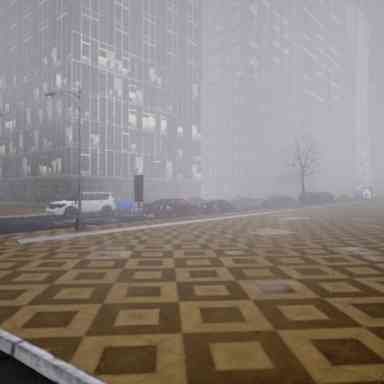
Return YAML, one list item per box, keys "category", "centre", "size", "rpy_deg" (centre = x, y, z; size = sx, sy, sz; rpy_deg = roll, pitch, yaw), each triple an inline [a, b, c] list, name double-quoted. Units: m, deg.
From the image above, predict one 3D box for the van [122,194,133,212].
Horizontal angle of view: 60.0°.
- category: "van"
  centre: [-7.669, 1.098, 32.712]
  size: [1.690, 1.788, 3.998]
  rpy_deg: [1, 1, 41]

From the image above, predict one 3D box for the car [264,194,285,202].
- category: "car"
  centre: [14.593, 1.049, 58.586]
  size: [1.947, 1.339, 4.313]
  rpy_deg: [1, 1, 41]

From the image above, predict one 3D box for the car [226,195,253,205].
- category: "car"
  centre: [7.201, 1.141, 49.935]
  size: [1.947, 1.339, 4.313]
  rpy_deg: [1, 1, 41]

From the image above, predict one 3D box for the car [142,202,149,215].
- category: "car"
  centre: [-2.355, 1.298, 29.879]
  size: [1.812, 1.442, 4.674]
  rpy_deg: [0, 1, 41]

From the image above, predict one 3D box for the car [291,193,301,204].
- category: "car"
  centre: [13.698, 1.138, 48.671]
  size: [1.994, 1.385, 4.181]
  rpy_deg: [0, 1, 41]

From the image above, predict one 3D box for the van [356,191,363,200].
- category: "van"
  centre: [35.734, 0.679, 70.424]
  size: [1.690, 1.788, 3.998]
  rpy_deg: [1, 1, 41]

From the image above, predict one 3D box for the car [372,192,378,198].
- category: "car"
  centre: [43.151, 0.701, 79.642]
  size: [1.801, 1.575, 5.366]
  rpy_deg: [0, 1, 41]

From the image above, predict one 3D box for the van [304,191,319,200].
- category: "van"
  centre: [25.680, 0.688, 71.558]
  size: [1.690, 1.788, 3.998]
  rpy_deg: [1, 1, 41]

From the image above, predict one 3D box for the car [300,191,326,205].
- category: "car"
  centre: [17.258, 0.881, 48.798]
  size: [2.192, 1.841, 5.009]
  rpy_deg: [1, 1, 41]

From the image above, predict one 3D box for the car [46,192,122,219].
- category: "car"
  centre: [-8.875, 1.031, 27.138]
  size: [2.150, 2.045, 5.566]
  rpy_deg: [0, 1, 41]

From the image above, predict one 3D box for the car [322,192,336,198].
- category: "car"
  centre: [33.070, 0.822, 80.212]
  size: [1.947, 1.339, 4.313]
  rpy_deg: [1, 1, 41]

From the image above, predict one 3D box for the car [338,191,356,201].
- category: "car"
  centre: [28.453, 0.953, 61.906]
  size: [1.752, 1.417, 4.829]
  rpy_deg: [1, 1, 41]

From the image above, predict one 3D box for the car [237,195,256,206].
- category: "car"
  centre: [6.953, 1.215, 45.608]
  size: [1.895, 1.301, 4.718]
  rpy_deg: [0, 1, 41]

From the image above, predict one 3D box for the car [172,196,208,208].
- category: "car"
  centre: [-0.195, 1.211, 41.292]
  size: [1.887, 1.381, 4.507]
  rpy_deg: [1, 1, 41]

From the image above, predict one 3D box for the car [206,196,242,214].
- category: "car"
  centre: [2.526, 1.315, 31.460]
  size: [1.947, 1.339, 4.313]
  rpy_deg: [1, 1, 41]

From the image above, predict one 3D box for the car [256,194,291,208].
- category: "car"
  centre: [9.866, 1.239, 40.152]
  size: [1.802, 1.307, 4.206]
  rpy_deg: [1, 1, 41]

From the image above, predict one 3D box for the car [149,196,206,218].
- category: "car"
  centre: [-1.126, 1.235, 27.097]
  size: [1.967, 1.590, 4.097]
  rpy_deg: [1, 1, 41]

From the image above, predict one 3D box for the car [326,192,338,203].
- category: "car"
  centre: [20.953, 0.835, 53.123]
  size: [2.192, 1.841, 5.009]
  rpy_deg: [1, 1, 41]
